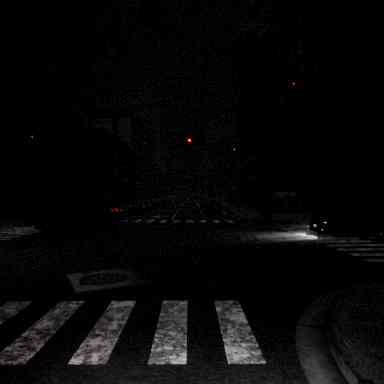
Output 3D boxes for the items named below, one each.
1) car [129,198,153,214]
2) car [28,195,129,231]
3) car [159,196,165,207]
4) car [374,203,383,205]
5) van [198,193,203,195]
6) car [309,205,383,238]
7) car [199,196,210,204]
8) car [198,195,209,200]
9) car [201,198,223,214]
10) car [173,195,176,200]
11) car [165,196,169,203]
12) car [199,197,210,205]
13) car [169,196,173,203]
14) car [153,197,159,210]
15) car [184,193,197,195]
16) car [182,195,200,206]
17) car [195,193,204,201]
[{"bbox_3d":[-5.699,1.480,36.160,1.967,1.590,4.097,0,0,0],"label":"car"},{"bbox_3d":[-7.082,1.243,20.588,5.566,2.045,2.150,0,0,0],"label":"car"},{"bbox_3d":[-5.684,1.653,52.692,1.802,1.307,4.206,0,0,0],"label":"car"},{"bbox_3d":[11.881,1.461,20.669,4.892,1.490,1.837,0,0,0],"label":"car"},{"bbox_3d":[2.346,1.424,58.196,1.690,1.788,3.998,0,0,0],"label":"van"},{"bbox_3d":[8.278,1.528,17.178,4.181,1.385,1.994,0,0,-5],"label":"car"},{"bbox_3d":[2.336,1.641,47.175,1.802,1.307,4.206,0,0,0],"label":"car"},{"bbox_3d":[2.341,1.637,52.685,1.947,1.339,4.313,0,0,0],"label":"car"},{"bbox_3d":[2.326,1.606,36.152,1.947,1.339,4.313,0,0,0],"label":"car"},{"bbox_3d":[-5.658,1.694,80.246,2.008,1.369,4.403,0,0,0],"label":"car"},{"bbox_3d":[-5.678,1.634,58.203,2.008,1.369,4.403,0,0,0],"label":"car"},{"bbox_3d":[2.351,1.647,63.706,2.008,1.369,4.403,0,0,0],"label":"car"},{"bbox_3d":[-5.668,1.552,69.225,1.967,1.590,4.097,0,0,0],"label":"car"},{"bbox_3d":[-5.694,1.490,41.671,1.967,1.590,4.097,0,0,0],"label":"car"},{"bbox_3d":[-0.275,1.625,73.874,1.837,1.490,4.892,0,0,0],"label":"car"},{"bbox_3d":[-0.199,1.625,55.879,2.033,1.411,5.357,0,0,0],"label":"car"},{"bbox_3d":[2.009,1.401,90.152,2.150,2.045,5.566,0,0,0],"label":"car"}]
